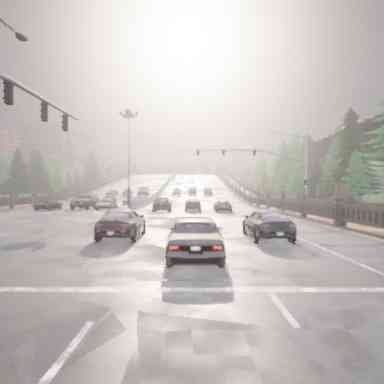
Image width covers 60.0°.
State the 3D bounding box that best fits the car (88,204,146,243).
[{"bbox_3d":[-3.397,1.545,16.171,1.812,1.442,4.674,0,0,0],"label":"car"}]

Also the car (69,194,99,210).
[{"bbox_3d":[-14.068,1.263,43.479,2.150,2.045,5.566,0,0,0],"label":"car"}]

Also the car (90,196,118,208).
[{"bbox_3d":[-10.578,1.588,41.405,2.033,1.411,5.357,0,0,0],"label":"car"}]

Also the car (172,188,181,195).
[{"bbox_3d":[-3.380,-0.157,74.583,1.895,1.301,4.718,0,7,0],"label":"car"}]

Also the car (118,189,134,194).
[{"bbox_3d":[-13.896,0.124,71.873,1.994,1.385,4.181,0,6,0],"label":"car"}]

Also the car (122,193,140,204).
[{"bbox_3d":[-10.528,1.410,56.130,1.895,1.301,4.718,0,3,1],"label":"car"}]

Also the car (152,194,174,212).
[{"bbox_3d":[-3.391,1.393,39.100,2.097,1.767,4.553,0,0,0],"label":"car"}]

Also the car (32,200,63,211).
[{"bbox_3d":[-17.581,1.645,40.761,1.895,1.301,4.718,0,0,0],"label":"car"}]

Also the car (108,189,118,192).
[{"bbox_3d":[-17.391,0.082,72.640,1.895,1.301,4.718,0,6,0],"label":"car"}]

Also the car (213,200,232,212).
[{"bbox_3d":[3.611,1.606,39.868,1.994,1.385,4.181,0,0,0],"label":"car"}]

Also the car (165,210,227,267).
[{"bbox_3d":[0.099,1.561,11.413,2.033,1.411,5.357,0,0,0],"label":"car"}]

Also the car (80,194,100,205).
[{"bbox_3d":[-17.514,1.220,57.472,1.882,1.535,5.008,0,3,1],"label":"car"}]

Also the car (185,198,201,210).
[{"bbox_3d":[0.111,1.519,40.955,1.882,1.535,5.008,0,0,0],"label":"car"}]

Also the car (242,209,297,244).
[{"bbox_3d":[3.598,1.544,15.909,1.812,1.442,4.674,0,0,0],"label":"car"}]

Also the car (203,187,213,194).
[{"bbox_3d":[3.627,-0.347,75.748,1.994,1.385,4.181,0,7,0],"label":"car"}]

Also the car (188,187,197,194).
[{"bbox_3d":[0.130,-0.450,76.176,1.837,1.490,4.892,0,7,0],"label":"car"}]

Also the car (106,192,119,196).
[{"bbox_3d":[-14.025,1.349,56.286,2.033,1.411,5.357,0,3,1],"label":"car"}]

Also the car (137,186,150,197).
[{"bbox_3d":[-10.397,-0.183,71.559,2.150,2.045,5.566,0,6,0],"label":"car"}]
